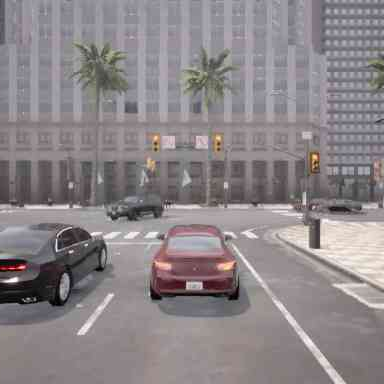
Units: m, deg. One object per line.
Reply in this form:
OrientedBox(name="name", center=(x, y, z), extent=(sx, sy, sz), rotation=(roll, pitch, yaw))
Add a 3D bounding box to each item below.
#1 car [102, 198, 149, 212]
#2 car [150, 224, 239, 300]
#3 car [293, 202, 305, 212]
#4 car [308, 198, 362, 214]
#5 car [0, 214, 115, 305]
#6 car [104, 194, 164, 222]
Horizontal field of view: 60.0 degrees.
OrientedBox(name="car", center=(-7.548, 1.491, 38.104), extent=(4.902, 1.511, 2.128), rotation=(0, 0, 0))
OrientedBox(name="car", center=(0.069, 1.526, 8.296), extent=(1.812, 1.442, 4.674), rotation=(0, 0, 1))
OrientedBox(name="car", center=(14.105, 1.478, 38.086), extent=(5.008, 1.535, 1.882), rotation=(0, 0, 0))
OrientedBox(name="car", center=(15.056, 1.491, 34.585), extent=(4.902, 1.511, 2.128), rotation=(0, 0, 0))
OrientedBox(name="car", center=(-3.440, 1.505, 8.042), extent=(1.837, 1.490, 4.892), rotation=(0, 0, 0))
OrientedBox(name="car", center=(-4.504, 1.221, 27.225), extent=(2.150, 2.045, 5.566), rotation=(-1, 0, 29))
